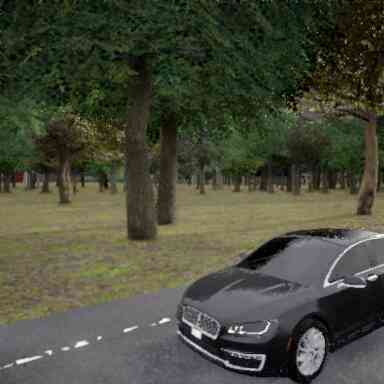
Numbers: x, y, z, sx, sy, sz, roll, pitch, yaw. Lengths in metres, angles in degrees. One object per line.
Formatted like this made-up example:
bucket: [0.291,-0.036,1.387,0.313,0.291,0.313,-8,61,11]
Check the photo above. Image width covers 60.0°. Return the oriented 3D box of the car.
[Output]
car: [2.050,1.397,5.354,4.892,1.490,1.837,-1,1,-35]
